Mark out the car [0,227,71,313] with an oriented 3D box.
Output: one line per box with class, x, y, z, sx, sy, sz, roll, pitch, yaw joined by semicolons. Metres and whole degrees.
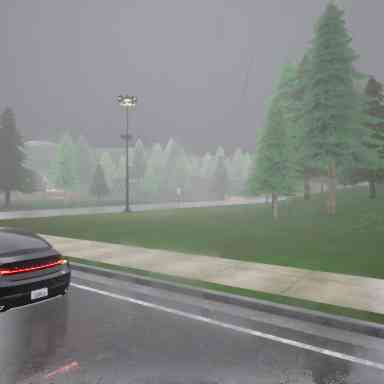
car;-4.605;1.505;7.153;4.892;1.490;1.837;0;0;35
